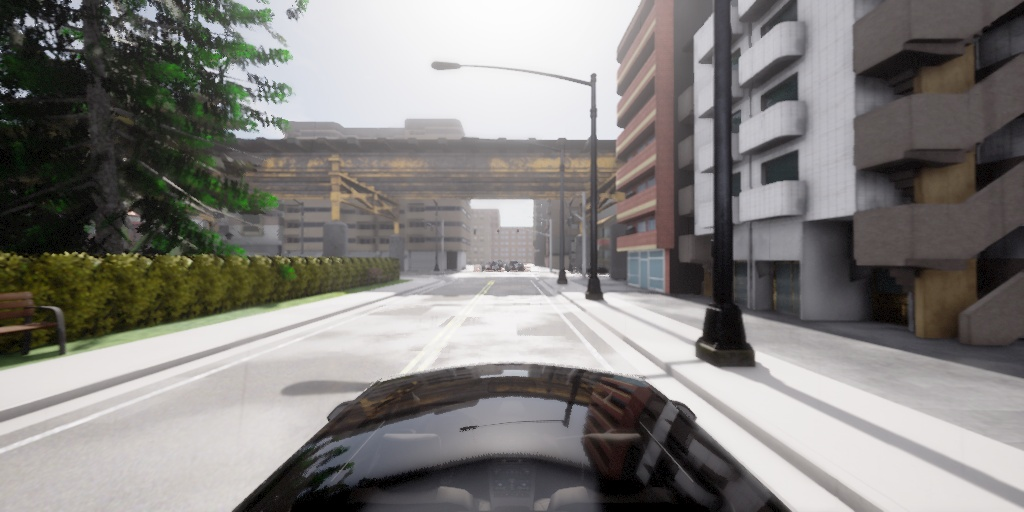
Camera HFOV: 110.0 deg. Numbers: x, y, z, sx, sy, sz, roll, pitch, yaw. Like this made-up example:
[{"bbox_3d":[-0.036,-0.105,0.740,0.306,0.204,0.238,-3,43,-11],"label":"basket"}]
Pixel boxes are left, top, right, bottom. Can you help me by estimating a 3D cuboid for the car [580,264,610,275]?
[{"bbox_3d":[10.359,1.565,41.593,4.718,1.301,1.895,0,-1,0],"label":"car"}]
